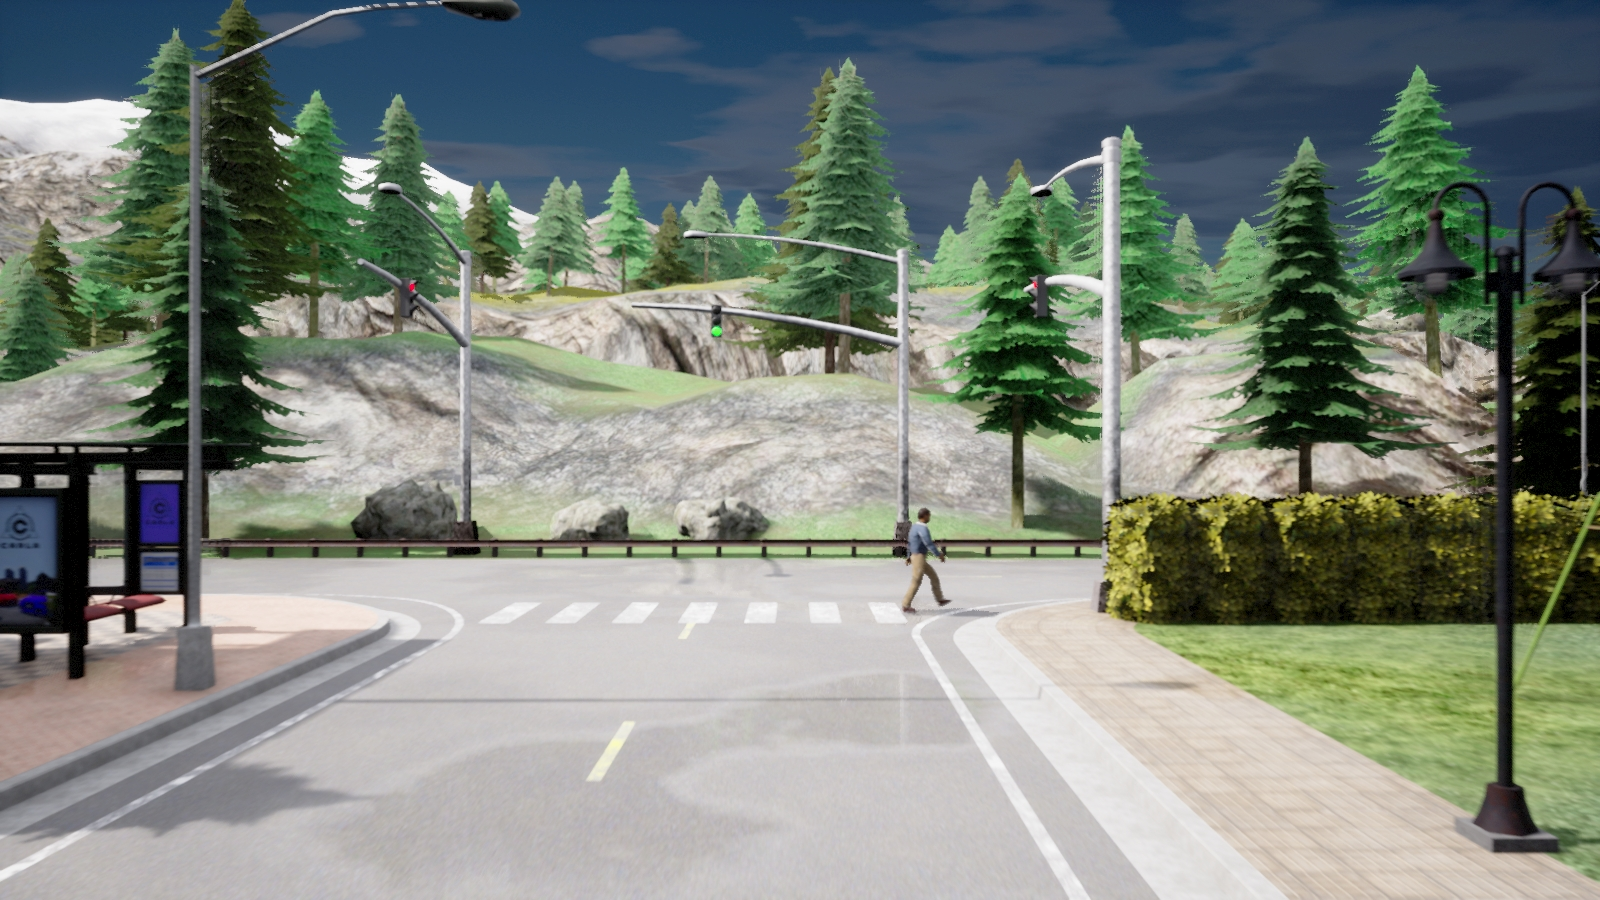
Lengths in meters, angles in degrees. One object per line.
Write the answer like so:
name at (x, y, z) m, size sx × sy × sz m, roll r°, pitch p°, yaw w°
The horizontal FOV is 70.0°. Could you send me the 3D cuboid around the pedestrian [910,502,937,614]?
pedestrian at (2.109, 1.829, 19.481) m, size 0.375 × 1.860 × 0.375 m, roll 0°, pitch 0°, yaw -8°
